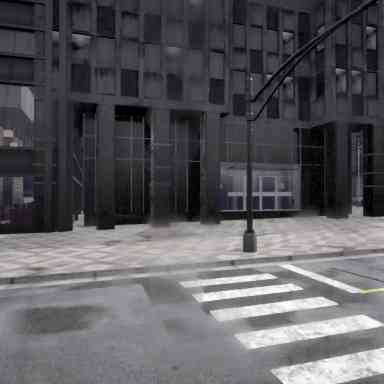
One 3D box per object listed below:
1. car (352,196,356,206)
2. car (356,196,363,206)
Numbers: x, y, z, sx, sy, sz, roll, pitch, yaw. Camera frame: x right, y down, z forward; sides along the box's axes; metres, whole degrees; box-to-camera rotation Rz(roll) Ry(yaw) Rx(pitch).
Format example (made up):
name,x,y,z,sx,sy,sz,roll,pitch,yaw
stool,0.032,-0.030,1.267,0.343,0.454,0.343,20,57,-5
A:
name,x,y,z,sx,sy,sz,roll,pitch,yaw
car,23.196,1.299,47.102,1.994,1.385,4.181,0,0,-17
car,22.194,1.263,39.260,1.895,1.301,4.718,0,0,-17
